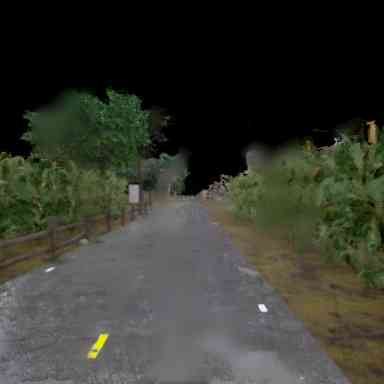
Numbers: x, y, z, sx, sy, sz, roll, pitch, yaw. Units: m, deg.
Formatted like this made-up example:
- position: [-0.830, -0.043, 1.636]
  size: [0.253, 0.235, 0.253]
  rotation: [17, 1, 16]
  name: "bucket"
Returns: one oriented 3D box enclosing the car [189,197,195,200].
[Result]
- position: [-0.025, 2.058, 91.095]
  size: [2.128, 1.511, 4.902]
  rotation: [0, -1, 0]
  name: "car"
